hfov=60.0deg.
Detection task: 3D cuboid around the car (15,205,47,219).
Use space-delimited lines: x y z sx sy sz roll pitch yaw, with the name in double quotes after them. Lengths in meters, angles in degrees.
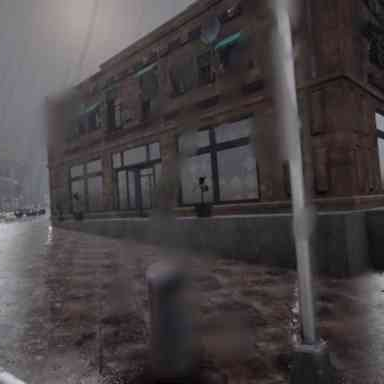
-16.731 1.976 34.786 1.895 1.301 4.718 -3 0 -8 "car"
